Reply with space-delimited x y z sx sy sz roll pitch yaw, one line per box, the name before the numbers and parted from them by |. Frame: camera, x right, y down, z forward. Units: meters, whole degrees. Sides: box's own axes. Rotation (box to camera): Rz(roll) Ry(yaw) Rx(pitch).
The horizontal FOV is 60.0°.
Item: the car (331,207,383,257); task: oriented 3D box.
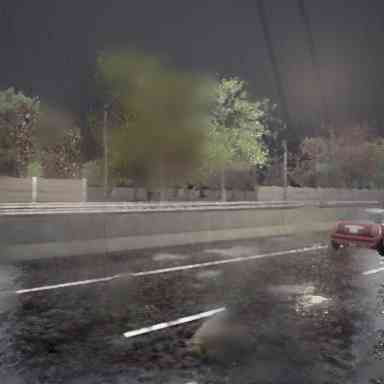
car | 7.802 1.484 13.709 4.553 1.767 2.097 1 -1 -35
